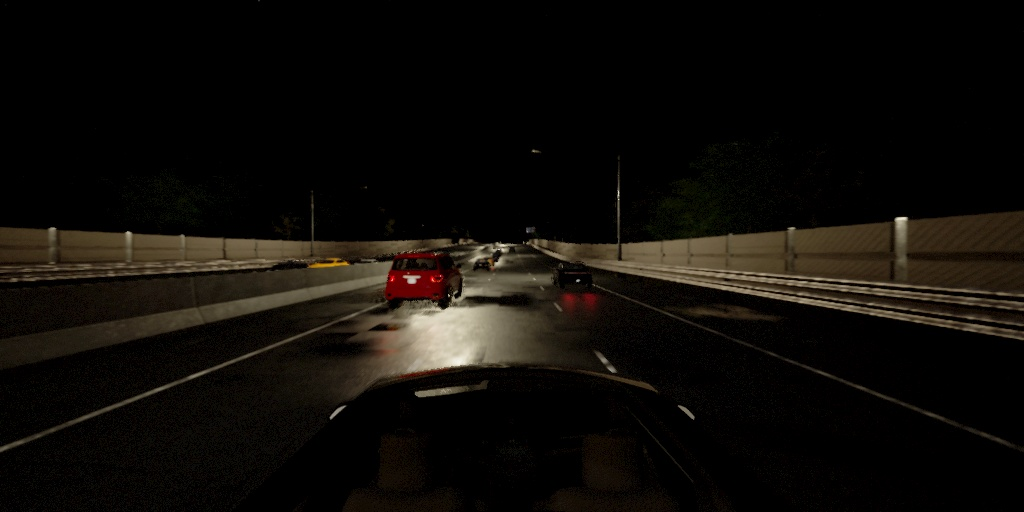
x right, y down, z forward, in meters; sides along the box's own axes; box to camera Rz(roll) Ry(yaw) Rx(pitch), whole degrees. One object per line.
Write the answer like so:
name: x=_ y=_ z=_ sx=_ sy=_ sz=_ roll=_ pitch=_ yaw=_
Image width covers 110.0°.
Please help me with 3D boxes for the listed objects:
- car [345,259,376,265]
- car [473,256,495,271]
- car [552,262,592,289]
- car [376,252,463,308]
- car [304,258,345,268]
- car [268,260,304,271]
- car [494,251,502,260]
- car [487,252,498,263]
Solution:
car: x=-14.057 y=1.050 z=34.913 sx=1.812 sy=1.442 sz=4.674 roll=0 pitch=0 yaw=0
car: x=-3.495 y=1.004 z=42.177 sx=2.033 sy=1.411 sz=5.357 roll=0 pitch=1 yaw=0
car: x=3.601 y=1.120 z=21.954 sx=2.128 sy=1.511 sz=4.902 roll=0 pitch=1 yaw=0
car: x=-3.399 y=0.908 z=14.849 sx=2.150 sy=2.045 sz=5.566 roll=0 pitch=1 yaw=0
car: x=-17.558 y=1.003 z=34.826 sx=1.882 sy=1.535 sz=5.008 roll=0 pitch=0 yaw=0
car: x=-21.059 y=1.096 z=34.129 sx=1.994 sy=1.385 sz=4.181 roll=0 pitch=0 yaw=0
car: x=-3.492 y=0.396 z=64.182 sx=2.163 sy=1.488 sz=4.792 roll=0 pitch=2 yaw=0
car: x=-3.493 y=0.700 z=53.354 sx=1.801 sy=1.575 sz=5.366 roll=0 pitch=1 yaw=0
